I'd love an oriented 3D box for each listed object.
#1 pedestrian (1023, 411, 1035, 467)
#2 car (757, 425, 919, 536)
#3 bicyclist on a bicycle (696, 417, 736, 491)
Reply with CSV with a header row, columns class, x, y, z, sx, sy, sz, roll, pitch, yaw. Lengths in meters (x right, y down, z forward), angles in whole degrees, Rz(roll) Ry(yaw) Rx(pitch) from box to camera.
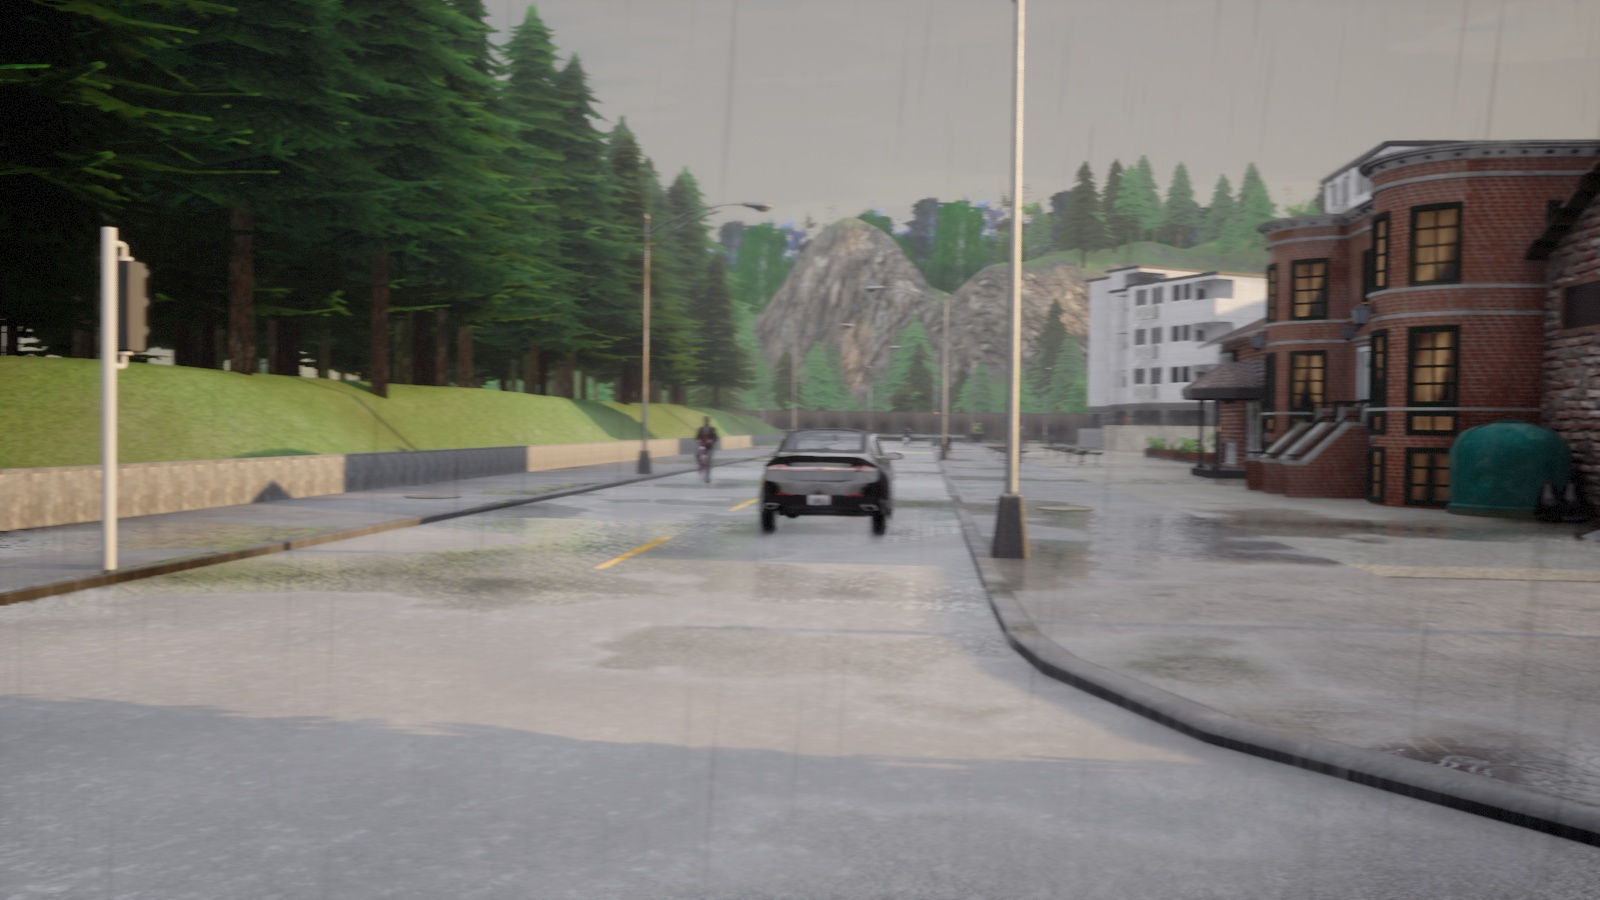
class,x,y,z,sx,sy,sz,roll,pitch,yaw
pedestrian,7.569,-0.369,41.590,0.354,1.836,0.706,0,1,9
car,0.742,0.369,19.520,2.128,1.511,4.902,0,1,6
bicyclist on a bicycle,-2.058,0.086,31.050,0.659,1.776,1.843,0,1,6
